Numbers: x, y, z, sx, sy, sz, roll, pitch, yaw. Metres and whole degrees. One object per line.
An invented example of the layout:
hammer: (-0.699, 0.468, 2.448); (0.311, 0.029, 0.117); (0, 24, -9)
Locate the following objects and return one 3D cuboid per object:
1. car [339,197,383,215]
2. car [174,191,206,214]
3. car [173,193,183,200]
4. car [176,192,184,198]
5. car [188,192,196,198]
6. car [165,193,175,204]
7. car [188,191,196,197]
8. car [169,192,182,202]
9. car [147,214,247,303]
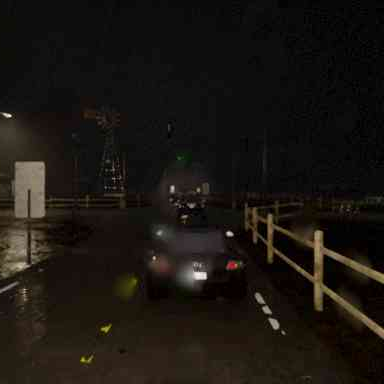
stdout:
car: (16.256, 1.257, 31.119); (4.553, 1.767, 2.097); (1, -1, 0)
car: (-0.047, 1.030, 25.628); (2.097, 1.767, 4.553); (0, 1, 0)
car: (-2.833, 0.857, 68.620); (1.994, 1.385, 4.181); (0, 0, 0)
car: (-2.843, 0.699, 78.749); (1.882, 1.535, 5.008); (0, 0, 0)
car: (-0.094, 0.744, 79.636); (1.812, 1.442, 4.674); (0, 0, 0)
car: (-2.903, 0.943, 48.865); (2.128, 1.511, 4.902); (0, 1, 0)
car: (-0.103, 0.516, 89.794); (2.097, 1.767, 4.553); (0, 0, 0)
car: (-2.864, 0.847, 58.668); (1.882, 1.535, 5.008); (0, 0, 1)
car: (0.090, 1.459, 8.026); (1.994, 1.385, 4.181); (0, 1, 0)
